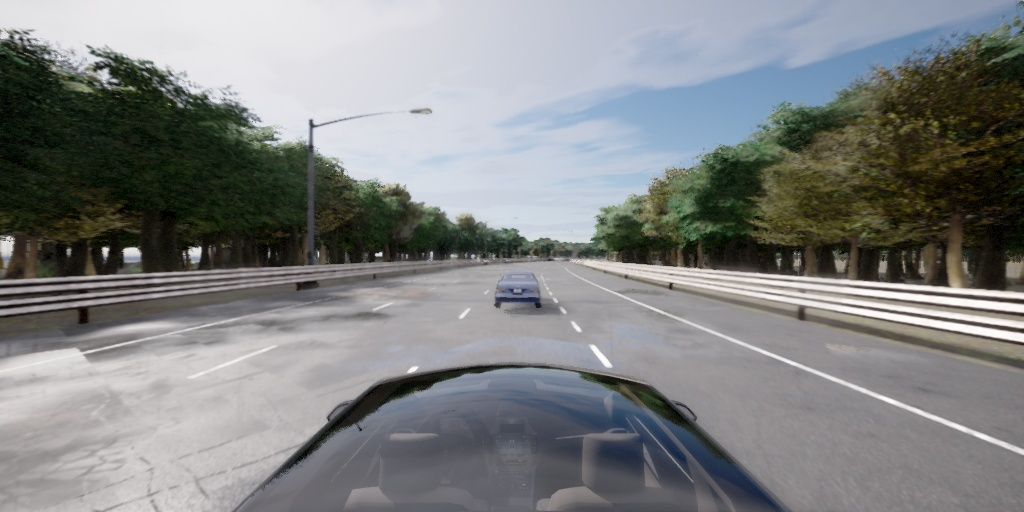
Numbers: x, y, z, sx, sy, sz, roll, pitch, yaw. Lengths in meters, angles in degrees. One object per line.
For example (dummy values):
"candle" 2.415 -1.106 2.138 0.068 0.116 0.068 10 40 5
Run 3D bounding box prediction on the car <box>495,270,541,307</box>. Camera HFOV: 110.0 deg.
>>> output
"car" 0.281 1.308 15.499 2.033 1.411 5.357 0 0 2
